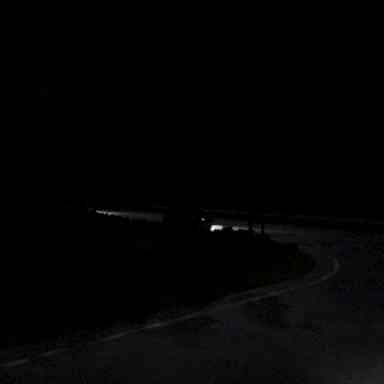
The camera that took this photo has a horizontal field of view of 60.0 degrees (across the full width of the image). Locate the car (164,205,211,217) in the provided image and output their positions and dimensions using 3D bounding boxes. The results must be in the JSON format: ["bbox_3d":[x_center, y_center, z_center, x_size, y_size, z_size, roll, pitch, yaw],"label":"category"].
[{"bbox_3d":[-0.385,1.678,24.147,1.994,1.385,4.181,0,0,-36],"label":"car"}]

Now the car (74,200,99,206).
[{"bbox_3d":[-13.417,1.715,42.411,1.895,1.301,4.718,0,0,-35],"label":"car"}]
